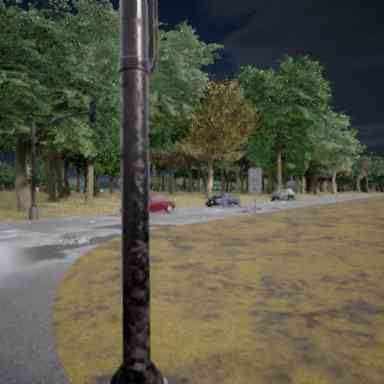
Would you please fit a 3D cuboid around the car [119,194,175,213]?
[{"bbox_3d":[-3.114,0.874,24.046,1.812,1.442,4.674,-1,0,37],"label":"car"}]

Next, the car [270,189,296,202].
[{"bbox_3d":[11.971,0.340,43.825,2.097,1.767,4.553,-1,0,38],"label":"car"}]

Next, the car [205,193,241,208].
[{"bbox_3d":[3.038,0.760,32.120,1.994,1.385,4.181,-1,0,38],"label":"car"}]
